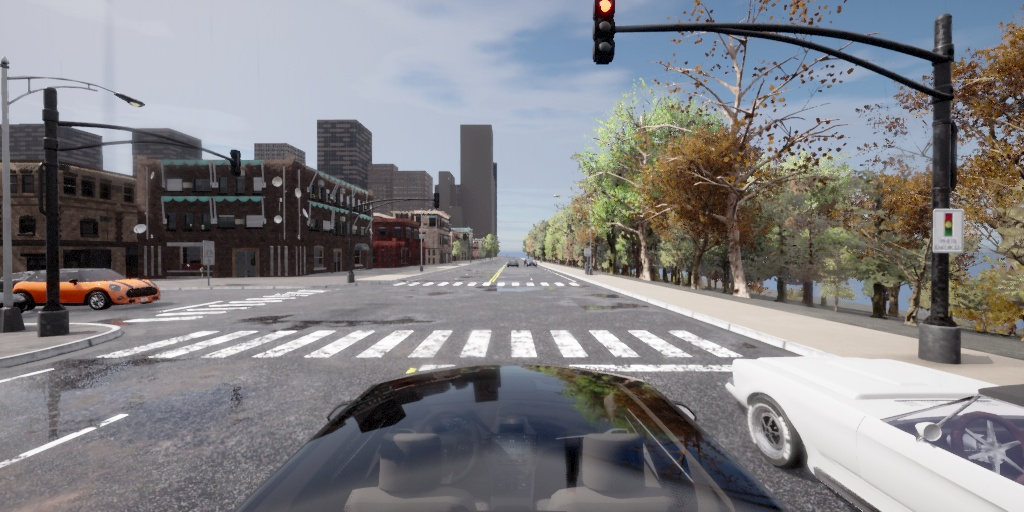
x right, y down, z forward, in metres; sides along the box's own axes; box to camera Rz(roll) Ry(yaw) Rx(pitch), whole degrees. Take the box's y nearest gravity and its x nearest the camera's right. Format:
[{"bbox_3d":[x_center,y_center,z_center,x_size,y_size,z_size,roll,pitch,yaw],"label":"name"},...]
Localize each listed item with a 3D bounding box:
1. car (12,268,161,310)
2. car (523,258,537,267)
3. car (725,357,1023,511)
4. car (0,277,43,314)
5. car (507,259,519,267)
[{"bbox_3d":[-17.966,1.301,15.296,4.553,1.767,2.097,-1,1,-1],"label":"car"},{"bbox_3d":[3.420,1.327,63.698,1.895,1.301,4.718,0,0,0],"label":"car"},{"bbox_3d":[3.350,1.351,1.913,1.895,1.301,4.718,0,0,0],"label":"car"},{"bbox_3d":[-19.936,1.565,12.562,4.313,1.339,1.948,0,0,0],"label":"car"},{"bbox_3d":[0.158,1.290,63.420,1.994,1.385,4.181,0,0,1],"label":"car"}]
